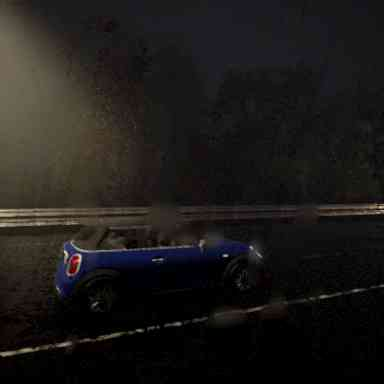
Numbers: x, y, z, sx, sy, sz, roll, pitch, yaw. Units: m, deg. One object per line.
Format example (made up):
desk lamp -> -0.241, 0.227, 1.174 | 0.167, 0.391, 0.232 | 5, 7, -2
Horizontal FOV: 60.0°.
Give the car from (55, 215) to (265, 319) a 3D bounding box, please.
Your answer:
car -> -0.587, 1.358, 7.469 | 4.553, 1.767, 2.097 | 0, 0, -27
